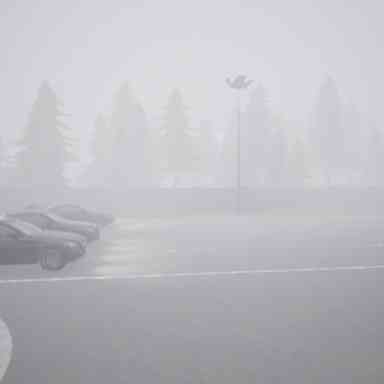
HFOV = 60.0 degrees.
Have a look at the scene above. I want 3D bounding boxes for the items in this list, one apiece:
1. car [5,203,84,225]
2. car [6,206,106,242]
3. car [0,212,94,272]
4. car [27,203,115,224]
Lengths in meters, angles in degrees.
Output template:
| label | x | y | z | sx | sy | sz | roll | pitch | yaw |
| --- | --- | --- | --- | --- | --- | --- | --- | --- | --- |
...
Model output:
| label | x | y | z | sx | sy | sz | roll | pitch | yaw |
| --- | --- | --- | --- | --- | --- | --- | --- | --- | --- |
| car | -10.157 | 1.488 | 23.202 | 4.718 | 1.301 | 1.895 | 0 | 0 | -9 |
| car | -6.013 | 1.461 | 13.224 | 4.674 | 1.442 | 1.812 | 0 | 0 | -9 |
| car | -5.487 | 1.479 | 9.764 | 4.674 | 1.442 | 1.812 | 0 | 0 | -9 |
| car | -7.064 | 1.426 | 20.144 | 4.674 | 1.442 | 1.812 | 0 | 0 | -9 |
